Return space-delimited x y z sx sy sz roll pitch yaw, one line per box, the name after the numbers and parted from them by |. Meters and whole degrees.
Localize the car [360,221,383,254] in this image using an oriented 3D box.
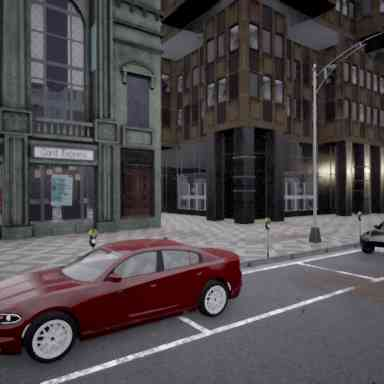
8.059 1.565 12.406 4.313 1.339 1.947 0 0 -36 | car

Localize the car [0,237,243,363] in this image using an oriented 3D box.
-1.116 1.544 5.856 4.507 1.381 1.887 0 0 -36 | car
